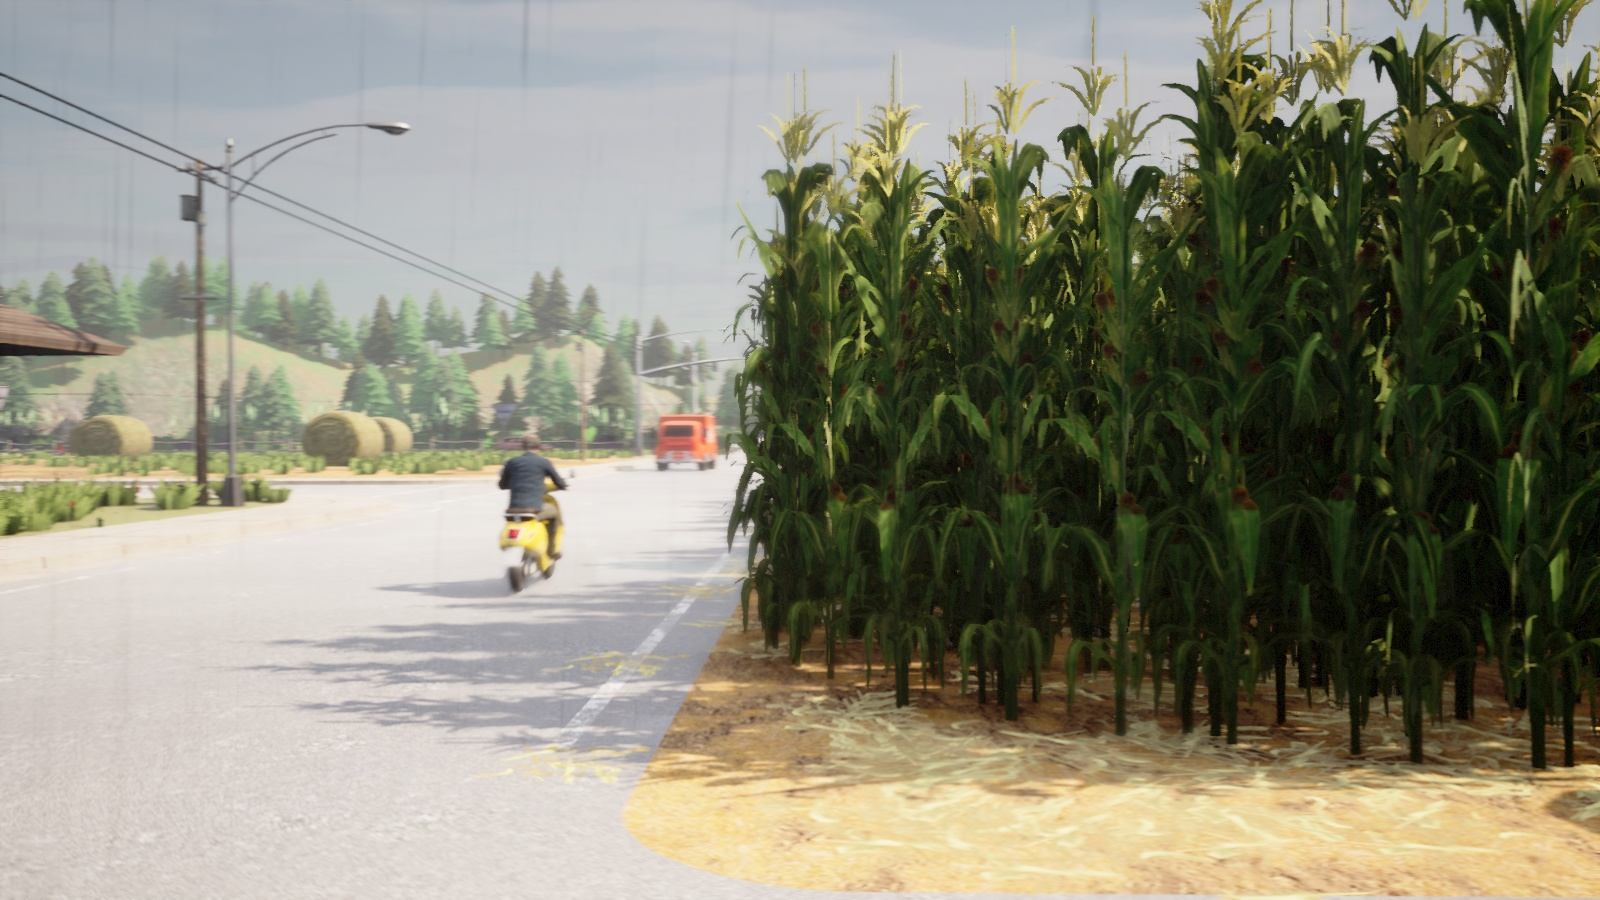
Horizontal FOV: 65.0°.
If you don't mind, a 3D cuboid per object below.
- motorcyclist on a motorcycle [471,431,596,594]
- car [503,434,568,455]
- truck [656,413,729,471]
[{"bbox_3d":[-2.751,0.607,13.190,0.866,1.590,1.817,0,0,2],"label":"motorcyclist on a motorcycle"},{"bbox_3d":[-18.950,-0.388,89.923,4.193,1.474,1.816,0,1,5],"label":"car"},{"bbox_3d":[-4.728,-0.372,56.115,2.627,2.467,5.204,0,1,2],"label":"truck"}]
